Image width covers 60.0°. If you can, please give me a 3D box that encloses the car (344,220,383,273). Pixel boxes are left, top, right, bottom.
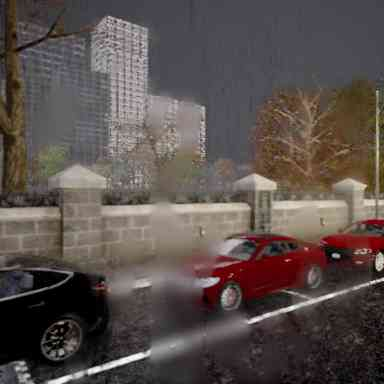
[{"bbox_3d":[5.960,1.585,10.837,4.507,1.381,1.887,0,0,-36],"label":"car"}]

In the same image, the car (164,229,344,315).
[{"bbox_3d":[1.386,1.606,7.557,4.206,1.307,1.802,0,0,-36],"label":"car"}]

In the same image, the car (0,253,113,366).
[{"bbox_3d":[-3.189,1.575,4.275,4.313,1.339,1.947,0,0,-36],"label":"car"}]
